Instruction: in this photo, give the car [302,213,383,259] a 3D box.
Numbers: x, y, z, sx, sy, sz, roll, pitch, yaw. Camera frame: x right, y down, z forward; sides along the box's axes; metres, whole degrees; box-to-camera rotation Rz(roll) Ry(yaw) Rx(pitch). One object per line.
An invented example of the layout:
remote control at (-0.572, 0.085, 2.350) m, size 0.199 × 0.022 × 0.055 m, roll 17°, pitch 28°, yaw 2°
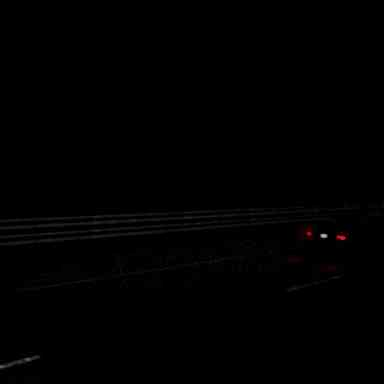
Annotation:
car at (6.498, 1.535, 12.682) m, size 5.357 × 1.411 × 2.033 m, roll 0°, pitch 0°, yaw -35°
